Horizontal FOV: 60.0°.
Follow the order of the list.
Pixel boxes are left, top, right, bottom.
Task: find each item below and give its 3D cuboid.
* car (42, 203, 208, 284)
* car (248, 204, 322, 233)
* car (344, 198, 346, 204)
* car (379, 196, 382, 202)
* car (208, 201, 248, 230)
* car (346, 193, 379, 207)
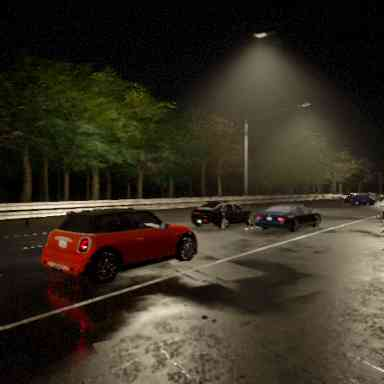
[{"bbox_3d":[-1.808,1.266,9.742,2.097,1.767,4.553,1,1,39],"label":"car"},{"bbox_3d":[5.531,1.372,18.686,2.033,1.411,5.357,1,1,40],"label":"car"},{"bbox_3d":[24.314,1.061,49.473,1.994,1.385,4.181,1,1,45],"label":"car"},{"bbox_3d":[29.968,0.967,55.260,4.674,1.442,1.812,-1,1,-44],"label":"car"},{"bbox_3d":[1.965,1.315,19.704,1.837,1.490,4.892,0,0,40],"label":"car"},{"bbox_3d":[21.235,1.110,41.279,1.812,1.442,4.674,1,1,44],"label":"car"}]
